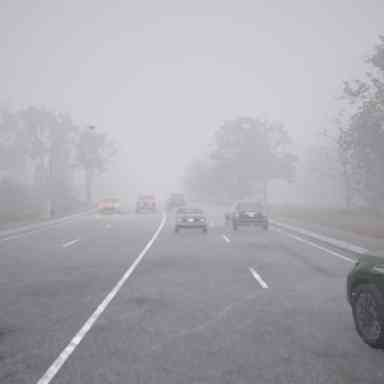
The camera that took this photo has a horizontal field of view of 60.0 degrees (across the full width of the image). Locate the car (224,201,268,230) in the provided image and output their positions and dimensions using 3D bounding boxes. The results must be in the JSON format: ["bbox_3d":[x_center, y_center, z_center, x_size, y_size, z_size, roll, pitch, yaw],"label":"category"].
[{"bbox_3d":[3.310,1.358,21.157,2.097,1.767,4.553,0,0,-2],"label":"car"}]

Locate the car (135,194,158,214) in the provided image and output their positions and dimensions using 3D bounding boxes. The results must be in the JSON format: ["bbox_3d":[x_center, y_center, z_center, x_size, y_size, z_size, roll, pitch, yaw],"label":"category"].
[{"bbox_3d":[-5.022,1.226,36.646,2.150,2.045,5.566,0,0,-7],"label":"car"}]

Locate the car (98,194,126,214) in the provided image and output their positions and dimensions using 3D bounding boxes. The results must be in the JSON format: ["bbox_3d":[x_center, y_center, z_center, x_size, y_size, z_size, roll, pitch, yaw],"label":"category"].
[{"bbox_3d":[-8.362,1.354,34.585,2.097,1.767,4.553,0,0,-6],"label":"car"}]

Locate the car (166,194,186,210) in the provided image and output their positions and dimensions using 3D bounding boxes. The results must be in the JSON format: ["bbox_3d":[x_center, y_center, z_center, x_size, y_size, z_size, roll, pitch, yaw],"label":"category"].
[{"bbox_3d":[-2.102,1.231,42.502,2.150,2.045,5.566,0,0,-9],"label":"car"}]

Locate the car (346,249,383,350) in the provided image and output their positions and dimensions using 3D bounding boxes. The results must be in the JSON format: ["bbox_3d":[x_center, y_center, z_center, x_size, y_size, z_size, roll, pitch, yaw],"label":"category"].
[{"bbox_3d":[3.596,1.223,3.079,2.150,2.045,5.566,0,0,0],"label":"car"}]

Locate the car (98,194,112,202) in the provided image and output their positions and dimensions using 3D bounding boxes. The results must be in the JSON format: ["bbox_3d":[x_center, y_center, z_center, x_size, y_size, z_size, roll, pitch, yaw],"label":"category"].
[{"bbox_3d":[-19.360,1.311,74.206,2.097,1.767,4.553,0,0,-27],"label":"car"}]

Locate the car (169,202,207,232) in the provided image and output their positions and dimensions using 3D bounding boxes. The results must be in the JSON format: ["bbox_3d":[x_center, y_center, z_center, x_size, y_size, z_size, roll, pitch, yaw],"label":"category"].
[{"bbox_3d":[-0.130,1.552,20.057,2.033,1.411,5.357,0,0,-2],"label":"car"}]
